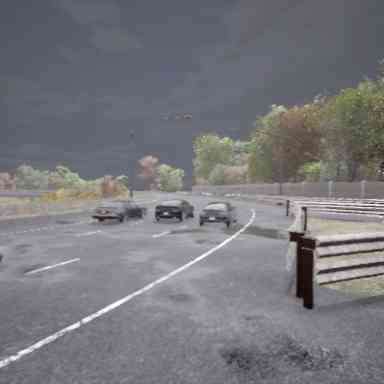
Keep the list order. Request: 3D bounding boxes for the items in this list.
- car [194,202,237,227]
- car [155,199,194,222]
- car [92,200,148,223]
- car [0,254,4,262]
[{"bbox_3d":[1.761,1.334,21.196,1.812,1.442,4.674,1,0,15],"label":"car"},{"bbox_3d":[-1.104,1.239,24.192,1.882,1.535,5.008,1,1,14],"label":"car"},{"bbox_3d":[-4.900,1.294,23.208,2.033,1.411,5.357,1,1,15],"label":"car"},{"bbox_3d":[-6.929,1.433,6.963,2.033,1.411,5.357,1,1,24],"label":"car"}]
